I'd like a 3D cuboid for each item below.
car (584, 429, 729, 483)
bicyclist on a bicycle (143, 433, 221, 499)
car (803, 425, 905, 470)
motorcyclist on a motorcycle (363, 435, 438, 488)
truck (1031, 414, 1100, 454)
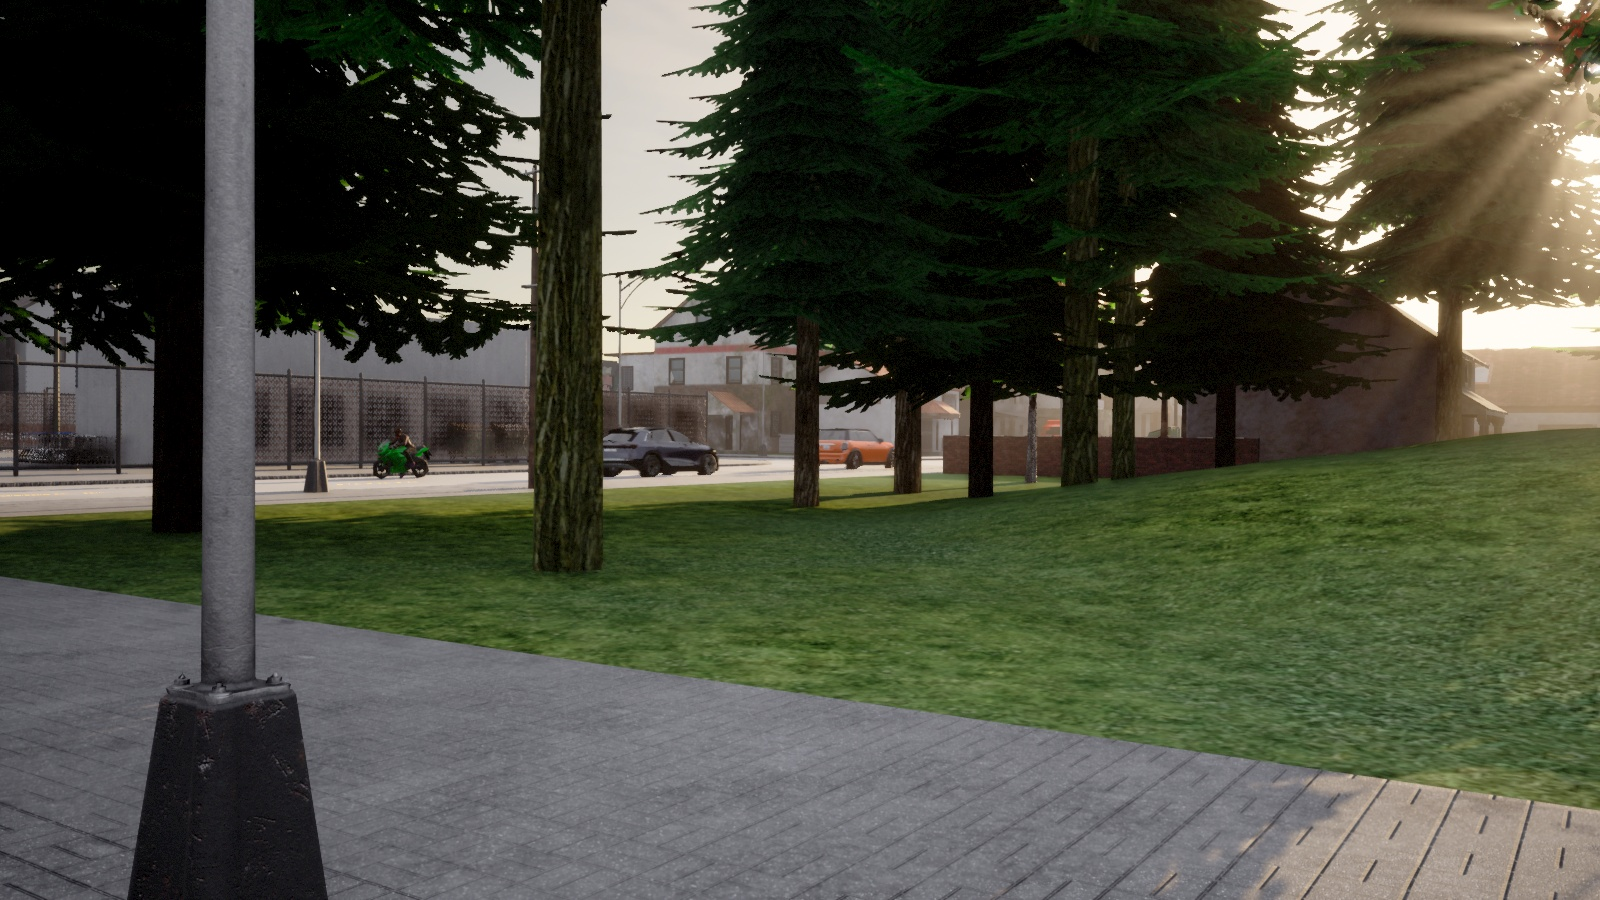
[{"bbox_3d":[-4.592,0.145,40.903,2.033,1.649,4.856,0,1,34],"label":"car"},{"bbox_3d":[-15.556,0.377,31.625,0.866,1.612,1.509,0,1,33],"label":"bicyclist on a bicycle"},{"bbox_3d":[2.265,-0.130,51.240,2.097,1.767,4.553,0,1,34],"label":"car"},{"bbox_3d":[-11.825,0.312,37.239,0.797,1.523,2.044,0,1,34],"label":"motorcyclist on a motorcycle"},{"bbox_3d":[17.161,-1.016,80.939,2.627,2.467,5.204,0,1,33],"label":"truck"}]
